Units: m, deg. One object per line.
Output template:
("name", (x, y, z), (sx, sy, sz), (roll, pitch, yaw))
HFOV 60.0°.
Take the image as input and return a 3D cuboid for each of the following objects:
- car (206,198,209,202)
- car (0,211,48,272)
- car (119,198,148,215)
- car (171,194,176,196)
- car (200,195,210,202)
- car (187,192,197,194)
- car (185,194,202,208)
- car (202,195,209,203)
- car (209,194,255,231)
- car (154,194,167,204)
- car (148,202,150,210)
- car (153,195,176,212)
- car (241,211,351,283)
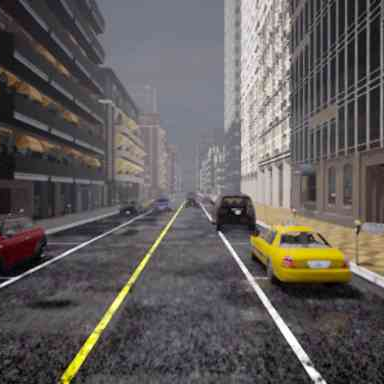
("car", (2.687, 1.442, 31.782), (1.947, 1.339, 4.313), (0, 0, 0))
("car", (-5.692, 1.403, 9.187), (1.967, 1.590, 4.097), (0, 0, 0))
("car", (-5.694, 1.442, 31.781), (1.947, 1.339, 4.313), (0, 0, 0))
("car", (-5.700, 1.229, 93.915), (2.008, 1.369, 4.403), (0, 0, 0))
("car", (2.683, 1.295, 71.322), (2.008, 1.369, 4.403), (0, 0, 0))
("car", (-0.005, 1.010, 57.660), (2.150, 2.045, 5.566), (0, 0, 0))
("car", (0.058, 1.357, 44.743), (1.812, 1.442, 4.674), (0, 0, 0))
("car", (2.684, 1.325, 60.024), (1.887, 1.381, 4.507), (0, 0, 0))
("car", (2.392, 1.148, 20.024), (2.150, 2.045, 5.566), (0, 0, 0))
("car", (-5.696, 1.221, 60.023), (1.967, 1.590, 4.097), (0, 0, 0))
("car", (-5.695, 1.382, 37.260), (1.752, 1.417, 4.829), (0, 0, 0))
("car", (-3.098, 1.386, 36.335), (1.812, 1.442, 4.674), (0, 0, 0))
("car", (2.689, 1.487, 9.358), (1.752, 1.417, 4.829), (0, 0, 0))
